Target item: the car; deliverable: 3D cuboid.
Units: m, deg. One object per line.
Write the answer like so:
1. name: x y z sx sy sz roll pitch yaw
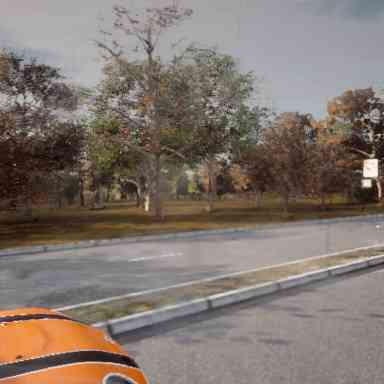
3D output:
1. car: -2.393 1.359 1.735 4.553 1.767 2.097 0 0 -35
